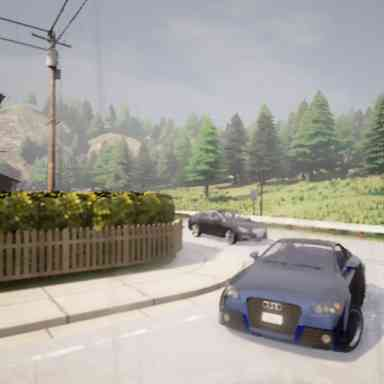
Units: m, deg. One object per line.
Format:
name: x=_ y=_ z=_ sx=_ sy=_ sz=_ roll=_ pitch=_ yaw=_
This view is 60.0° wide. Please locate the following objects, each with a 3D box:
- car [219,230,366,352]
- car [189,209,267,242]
car: x=2.169 y=1.629 z=6.419 sx=1.994 sy=1.385 sz=4.181 roll=0 pitch=0 yaw=31
car: x=1.663 y=1.622 z=16.543 sx=2.128 sy=1.511 sz=4.902 roll=1 pitch=0 yaw=-32
